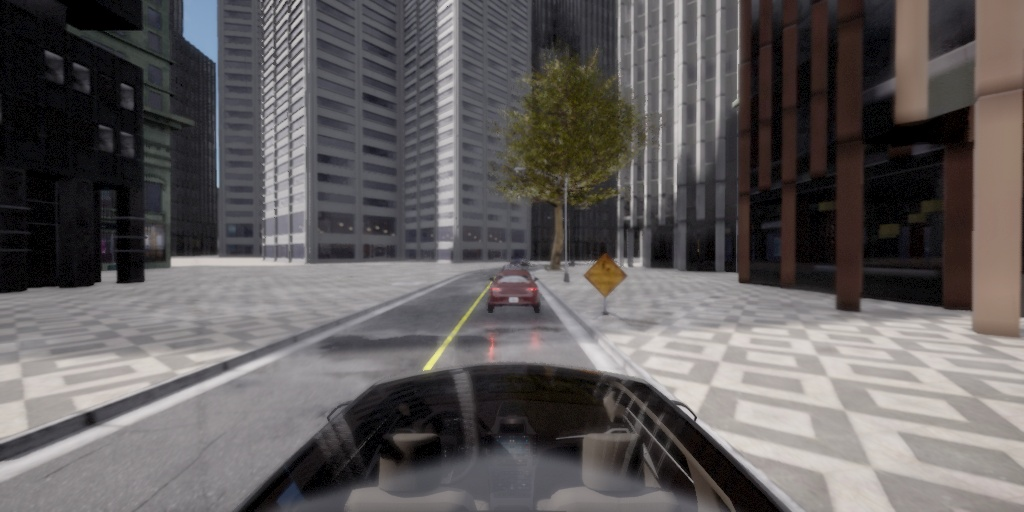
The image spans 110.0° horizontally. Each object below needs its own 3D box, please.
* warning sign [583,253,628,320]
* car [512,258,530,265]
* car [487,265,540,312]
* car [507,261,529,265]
[{"bbox_3d":[2.719,0.849,10.500,1.300,1.860,1.060,0,0,0],"label":"warning sign"},{"bbox_3d":[1.045,1.053,52.961,2.033,1.411,5.357,0,0,22],"label":"car"},{"bbox_3d":[0.071,1.249,13.851,1.812,1.442,4.674,0,0,0],"label":"car"},{"bbox_3d":[0.070,1.267,27.288,1.895,1.301,4.718,0,0,0],"label":"car"}]
